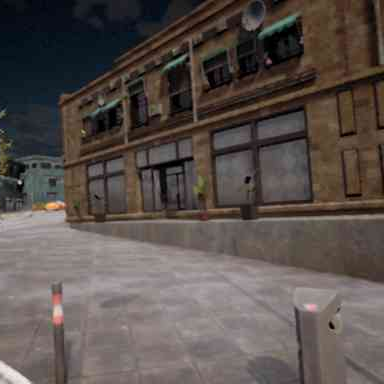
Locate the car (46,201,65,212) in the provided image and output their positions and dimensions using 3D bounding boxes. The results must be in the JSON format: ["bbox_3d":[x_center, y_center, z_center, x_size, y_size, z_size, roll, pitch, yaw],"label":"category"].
[{"bbox_3d":[-22.323,2.210,54.942,2.097,1.767,4.553,-4,-1,-2],"label":"car"}]
